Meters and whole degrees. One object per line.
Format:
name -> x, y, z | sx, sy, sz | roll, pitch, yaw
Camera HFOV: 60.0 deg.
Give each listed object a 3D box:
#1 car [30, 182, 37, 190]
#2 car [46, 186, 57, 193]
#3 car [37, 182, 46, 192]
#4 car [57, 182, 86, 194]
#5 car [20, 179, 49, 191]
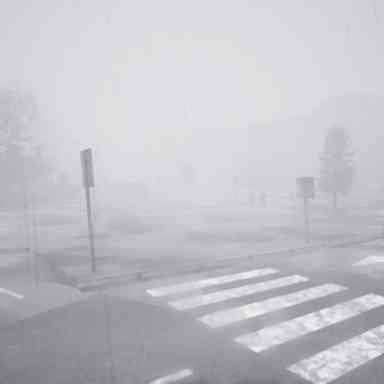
car -> -25.316, -1.012, 57.176 | 2.097, 1.535, 5.008 | 1, 6, 15
car -> -20.501, -0.759, 53.762 | 2.231, 1.521, 4.892 | 1, 6, 16
car -> -22.909, -0.846, 55.479 | 2.002, 1.452, 4.674 | 0, 6, 16
car -> -18.129, -0.595, 51.986 | 2.163, 1.488, 4.792 | 1, 6, 17
car -> -27.761, -1.253, 58.803 | 2.185, 1.767, 4.553 | 0, 6, 15
